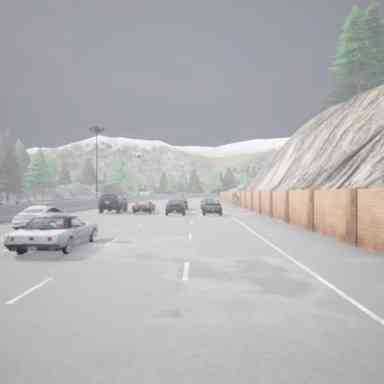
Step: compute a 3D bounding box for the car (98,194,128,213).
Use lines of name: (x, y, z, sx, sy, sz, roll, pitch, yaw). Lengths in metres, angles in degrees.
car: (-8.533, 1.222, 36.326, 2.150, 2.045, 5.566, 0, 0, 1)

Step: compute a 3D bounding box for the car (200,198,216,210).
car: (2.035, 1.525, 43.064, 1.812, 1.442, 4.674, 0, 0, 1)

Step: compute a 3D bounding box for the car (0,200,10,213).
car: (-22.630, 1.602, 36.760, 2.033, 1.411, 5.357, 0, 0, 1)

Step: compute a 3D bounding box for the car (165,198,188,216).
car: (-1.571, 1.505, 32.784, 1.837, 1.490, 4.892, 0, 0, 0)

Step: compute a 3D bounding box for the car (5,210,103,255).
car: (-5.278, 1.600, 13.297, 1.895, 1.301, 4.718, 0, 0, 1)

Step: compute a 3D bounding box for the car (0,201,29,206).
car: (-19.130, 1.652, 36.693, 1.895, 1.301, 4.718, 0, 0, 1)

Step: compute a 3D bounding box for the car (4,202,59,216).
car: (-8.711, 1.525, 19.592, 1.812, 1.442, 4.674, 0, 0, 1)

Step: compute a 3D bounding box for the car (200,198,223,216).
car: (1.929, 1.491, 32.708, 2.128, 1.511, 4.902, 0, 0, 1)

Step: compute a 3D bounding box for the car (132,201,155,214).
car: (-5.041, 1.600, 35.533, 1.895, 1.301, 4.718, 0, 0, 1)
